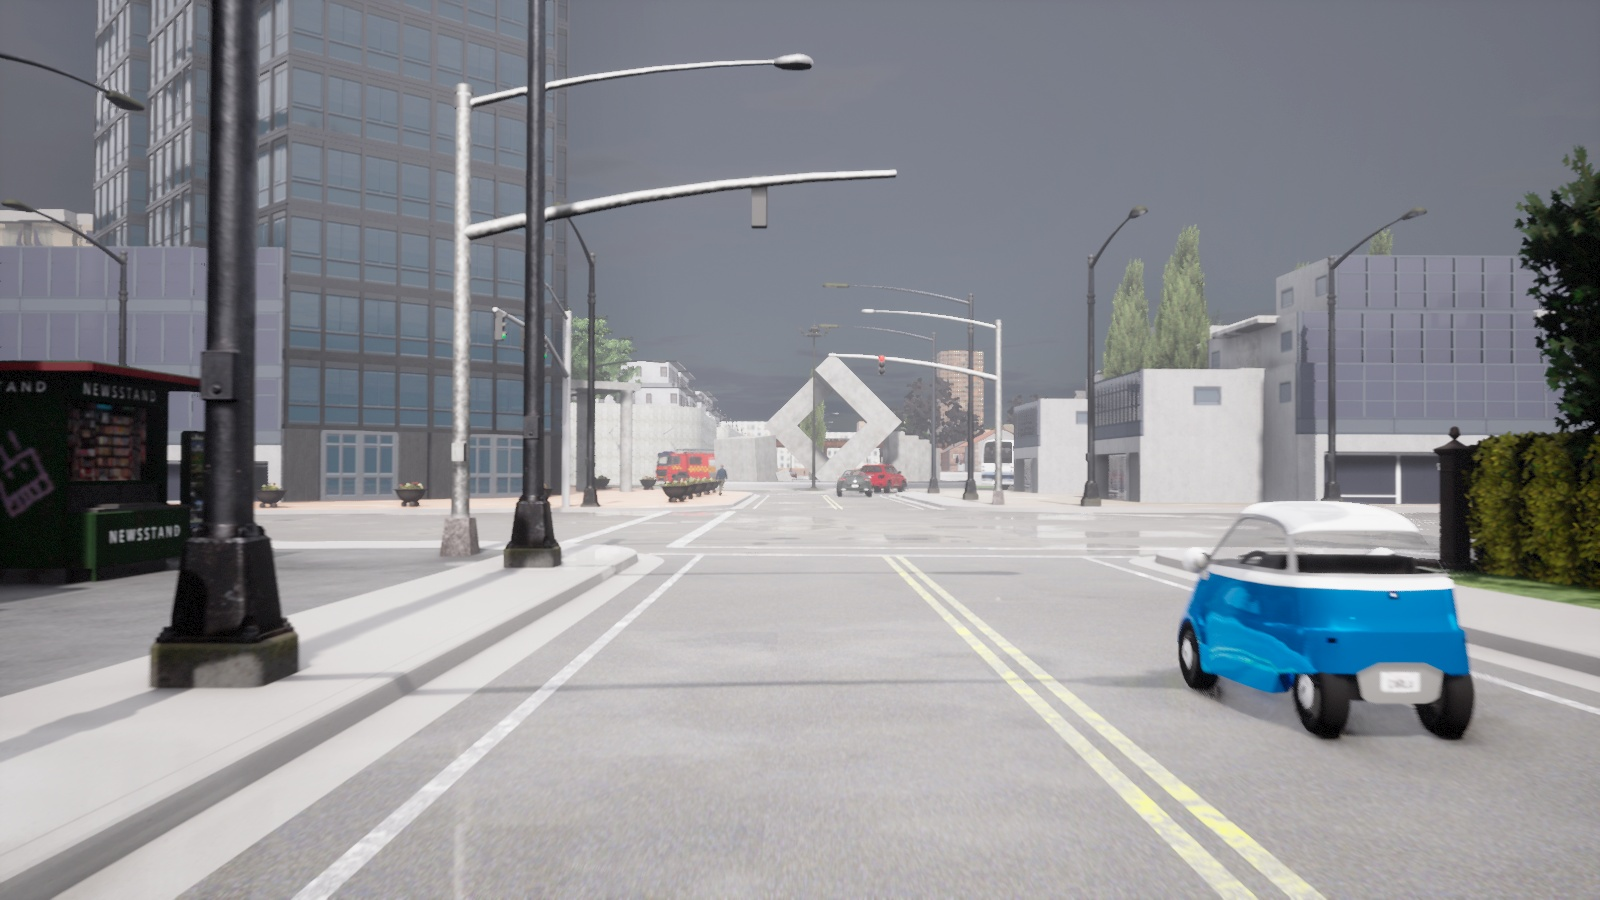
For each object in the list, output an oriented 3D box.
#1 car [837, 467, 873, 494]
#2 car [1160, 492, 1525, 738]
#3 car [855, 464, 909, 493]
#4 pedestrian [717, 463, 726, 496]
[{"bbox_3d":[3.395,1.898,78.730,2.152,1.651,5.027,0,-1,1],"label":"car"},{"bbox_3d":[3.480,0.997,8.429,1.481,1.376,2.207,0,-1,0],"label":"car"},{"bbox_3d":[5.978,2.030,90.827,2.150,2.045,5.566,-1,-1,23],"label":"car"},{"bbox_3d":[-4.414,1.681,70.688,0.402,1.842,0.726,0,-1,8],"label":"pedestrian"}]
